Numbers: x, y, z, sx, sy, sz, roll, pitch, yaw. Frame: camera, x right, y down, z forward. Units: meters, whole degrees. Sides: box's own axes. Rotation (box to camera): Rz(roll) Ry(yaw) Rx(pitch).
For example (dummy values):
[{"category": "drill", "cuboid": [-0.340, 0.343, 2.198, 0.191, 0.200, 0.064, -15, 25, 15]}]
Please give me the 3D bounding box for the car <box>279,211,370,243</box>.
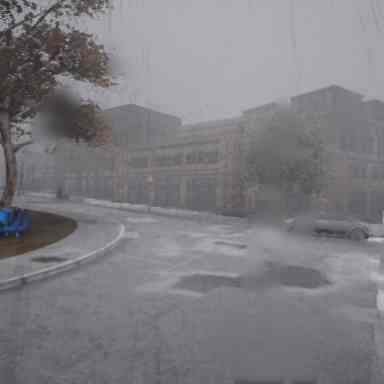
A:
[{"category": "car", "cuboid": [6.531, 1.623, 16.664, 4.181, 1.385, 1.994, 4, 1, 11]}]
